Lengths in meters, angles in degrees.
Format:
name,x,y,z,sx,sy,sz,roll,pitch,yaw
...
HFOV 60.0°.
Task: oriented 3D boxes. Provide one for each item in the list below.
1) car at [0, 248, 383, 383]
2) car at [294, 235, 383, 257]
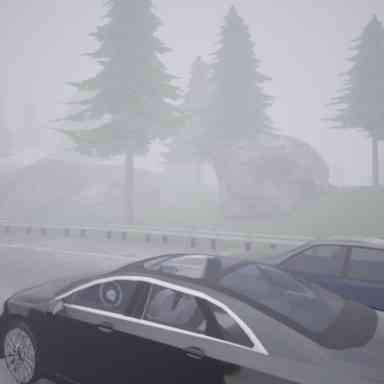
name,x,y,z,sx,sy,sz,roll,pitch,yaw
car,-0.280,1.493,3.793,4.902,1.511,2.128,0,0,34
car,2.783,1.530,6.040,5.357,1.411,2.033,0,0,33
